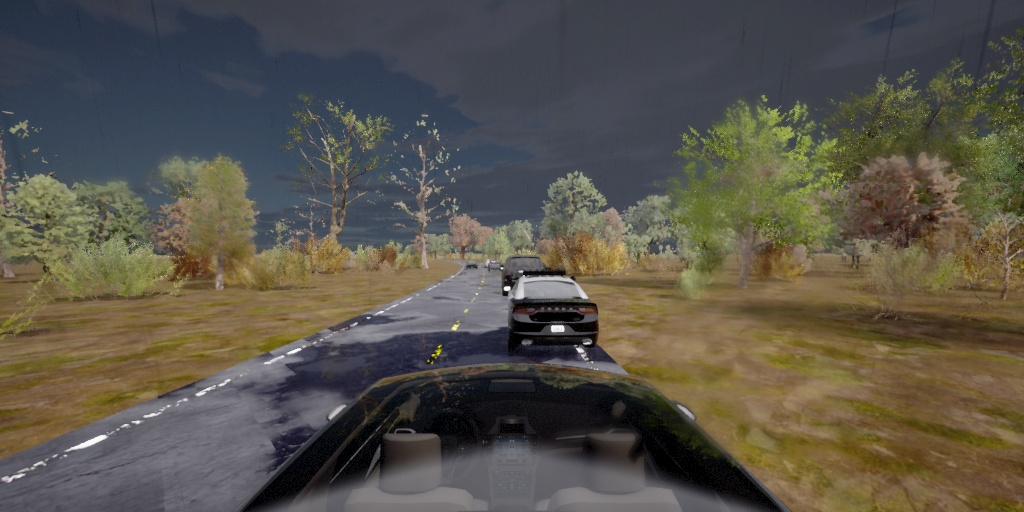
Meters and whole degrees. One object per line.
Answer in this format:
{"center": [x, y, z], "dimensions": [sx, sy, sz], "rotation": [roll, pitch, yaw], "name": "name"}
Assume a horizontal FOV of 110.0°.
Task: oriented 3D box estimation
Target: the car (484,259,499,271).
{"center": [-2.309, 1.257, 48.042], "dimensions": [2.128, 1.511, 4.902], "rotation": [0, 0, -5], "name": "car"}

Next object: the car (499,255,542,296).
{"center": [0.532, 0.978, 19.355], "dimensions": [2.150, 2.045, 5.566], "rotation": [0, 0, -2], "name": "car"}

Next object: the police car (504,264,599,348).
{"center": [0.821, 1.177, 9.390], "dimensions": [1.930, 1.638, 5.238], "rotation": [0, 0, -1], "name": "police car"}

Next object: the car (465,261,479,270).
{"center": [-5.768, 1.370, 51.788], "dimensions": [1.895, 1.301, 4.718], "rotation": [0, 0, -6], "name": "car"}
